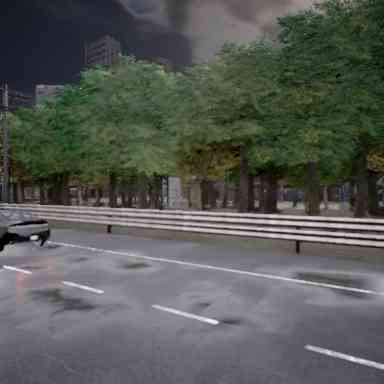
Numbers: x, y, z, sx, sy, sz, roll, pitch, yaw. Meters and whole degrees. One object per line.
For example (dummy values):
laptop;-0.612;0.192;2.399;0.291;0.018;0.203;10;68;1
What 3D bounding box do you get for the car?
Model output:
car;-7.839;1.493;13.761;4.902;1.511;2.128;0;0;35
